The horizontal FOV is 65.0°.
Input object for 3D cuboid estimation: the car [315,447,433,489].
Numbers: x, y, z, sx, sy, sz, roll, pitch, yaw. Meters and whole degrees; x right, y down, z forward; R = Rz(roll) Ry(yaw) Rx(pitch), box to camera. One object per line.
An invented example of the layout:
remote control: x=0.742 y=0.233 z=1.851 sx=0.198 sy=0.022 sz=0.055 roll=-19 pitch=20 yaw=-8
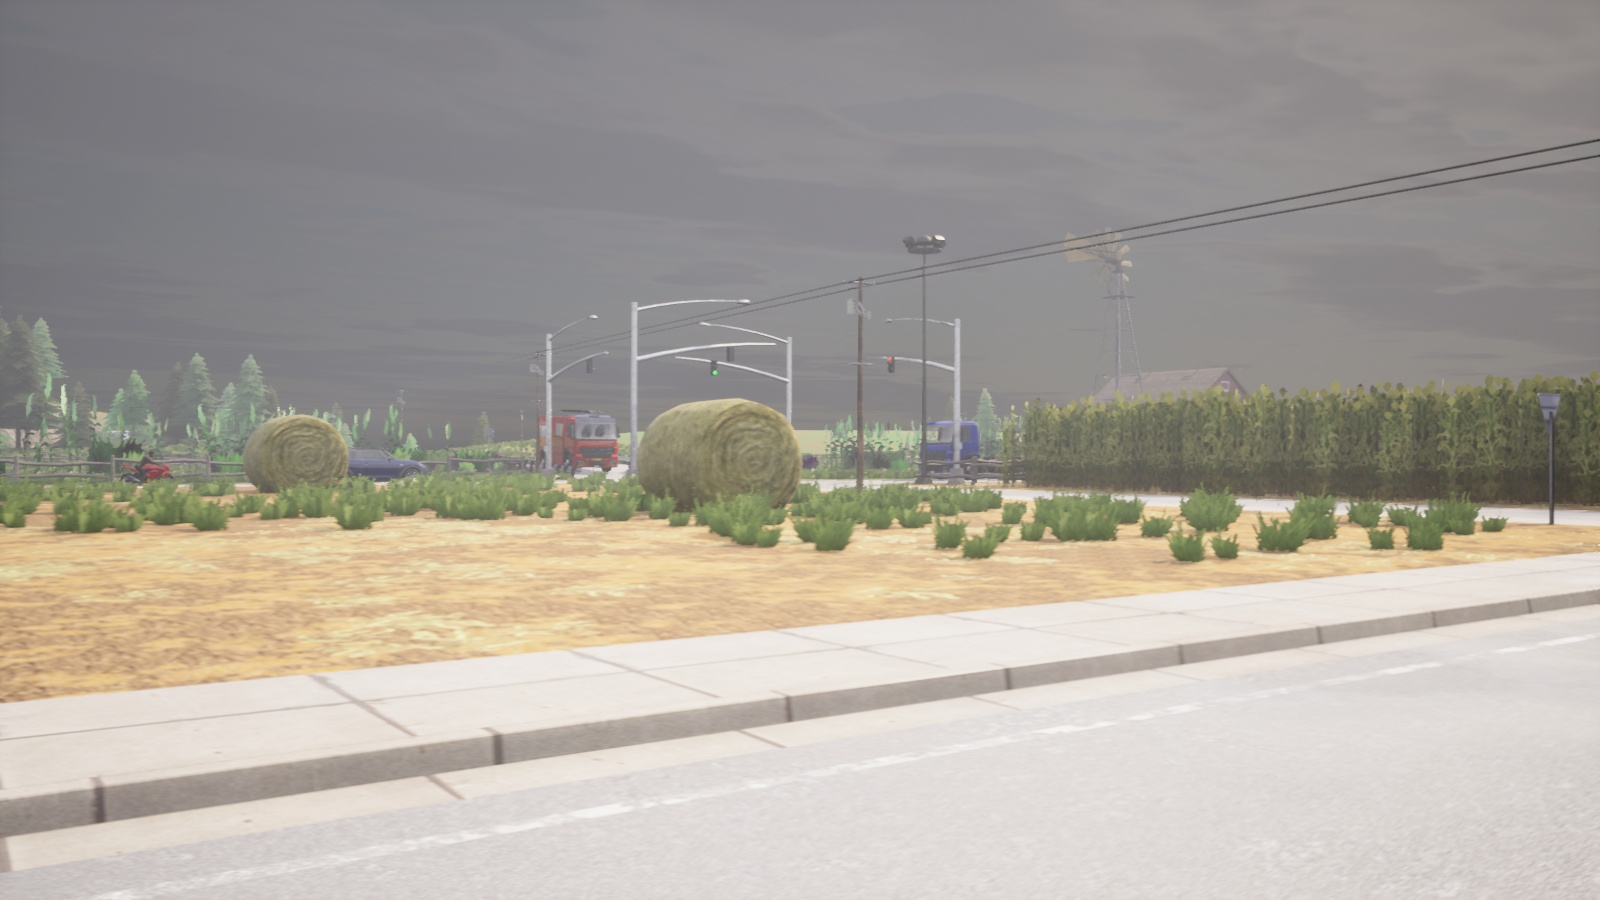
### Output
car: x=-18.704 y=0.770 z=55.165 sx=4.553 sy=1.767 sz=2.097 roll=0 pitch=0 yaw=-31

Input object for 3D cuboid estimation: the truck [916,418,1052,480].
truck: x=10.788 y=-0.054 z=73.170 sx=7.936 sy=3.462 sz=2.891 roll=0 pitch=0 yaw=-34

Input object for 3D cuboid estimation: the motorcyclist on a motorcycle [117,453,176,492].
motorcyclist on a motorcycle: x=-26.322 y=0.898 z=50.585 sx=2.044 sy=1.523 sz=0.797 roll=0 pitch=0 yaw=-31

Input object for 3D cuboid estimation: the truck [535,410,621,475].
truck: x=-14.204 y=-0.571 z=79.665 sx=2.891 sy=3.827 sz=8.468 roll=0 pitch=2 yaw=-28
